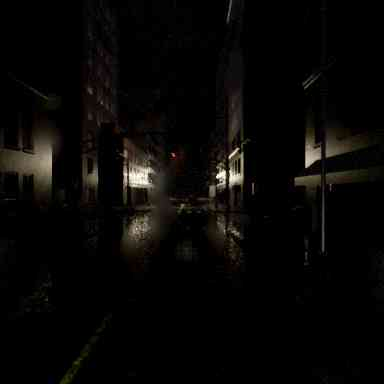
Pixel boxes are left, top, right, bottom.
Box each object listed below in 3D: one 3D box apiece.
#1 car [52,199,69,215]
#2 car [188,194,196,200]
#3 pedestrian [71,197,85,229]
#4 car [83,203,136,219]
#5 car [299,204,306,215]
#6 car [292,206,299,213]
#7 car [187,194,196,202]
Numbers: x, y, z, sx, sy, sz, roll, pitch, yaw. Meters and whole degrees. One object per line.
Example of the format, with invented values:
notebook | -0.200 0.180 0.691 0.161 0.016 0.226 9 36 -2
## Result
car | -14.593 1.415 33.276 4.097 1.590 1.967 0 0 1
car | 0.021 1.313 85.583 1.837 1.490 4.892 0 0 0
pedestrian | -6.344 1.138 18.545 0.375 1.860 0.375 0 0 0
car | -7.352 1.588 29.075 4.718 1.301 1.895 0 0 -21
car | 13.132 1.210 30.412 5.566 2.045 2.150 0 0 1
car | 12.431 1.507 32.988 4.829 1.417 1.752 0 0 1
car | 0.020 1.464 75.580 1.812 1.442 4.674 0 0 0
